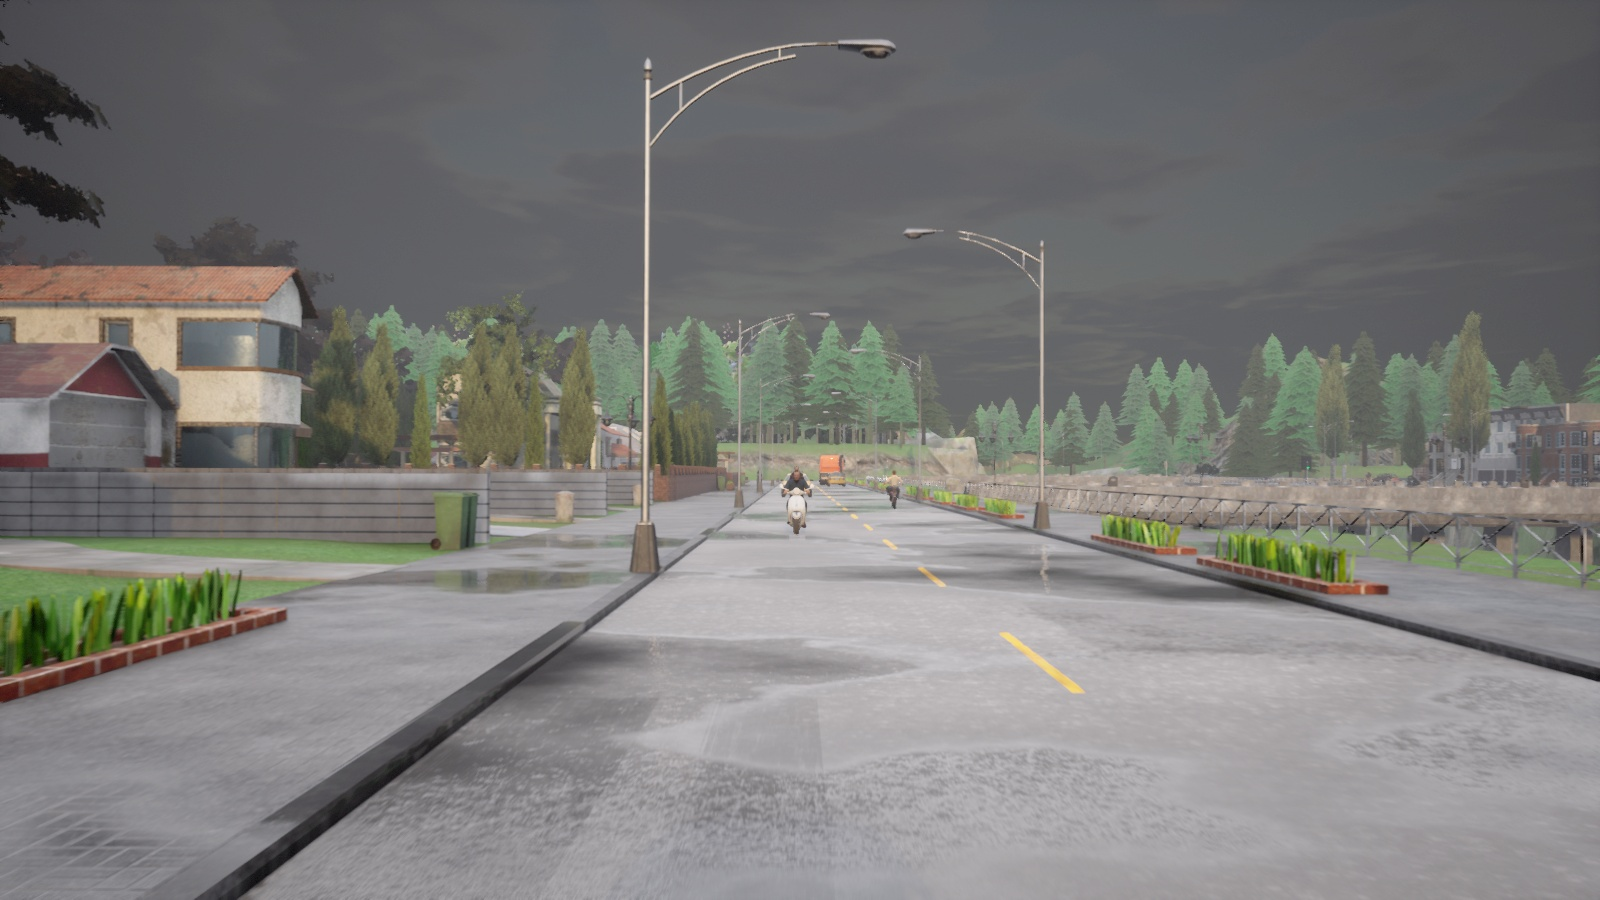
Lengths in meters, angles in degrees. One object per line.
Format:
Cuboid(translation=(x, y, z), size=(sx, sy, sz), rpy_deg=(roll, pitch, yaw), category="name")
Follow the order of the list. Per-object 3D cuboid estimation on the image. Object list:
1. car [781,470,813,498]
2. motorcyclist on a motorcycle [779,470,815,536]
Cuboid(translation=(-0.178, 2.015, 75.305), size=(1.801, 1.575, 5.366), rpy_deg=(0, -1, 0), category="car")
Cuboid(translation=(-0.074, 1.292, 31.288), size=(0.866, 1.590, 1.817), rpy_deg=(0, -1, 0), category="motorcyclist on a motorcycle")
